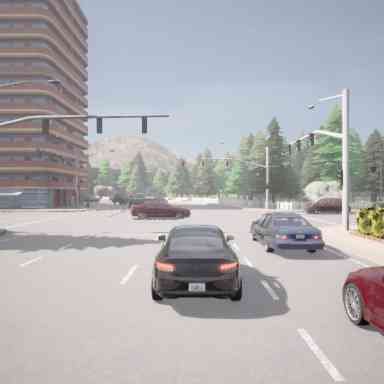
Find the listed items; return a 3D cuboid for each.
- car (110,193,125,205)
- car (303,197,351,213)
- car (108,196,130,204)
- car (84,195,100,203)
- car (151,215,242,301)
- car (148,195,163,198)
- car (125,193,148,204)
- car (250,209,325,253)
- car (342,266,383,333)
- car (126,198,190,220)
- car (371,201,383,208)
[{"bbox_3d":[-12.154,1.223,58.486,2.150,2.045,5.566,0,0,-31],"label":"car"},{"bbox_3d":[14.131,1.407,35.065,4.553,1.767,2.097,0,0,1],"label":"car"},{"bbox_3d":[-14.989,1.525,68.095,4.902,1.511,2.128,0,0,45],"label":"car"},{"bbox_3d":[-21.042,1.355,68.666,4.553,1.767,2.097,0,0,38],"label":"car"},{"bbox_3d":[0.104,1.526,8.208,1.812,1.442,4.674,0,0,0],"label":"car"},{"bbox_3d":[-5.026,1.505,50.676,1.837,1.490,4.892,0,0,-17],"label":"car"},{"bbox_3d":[-8.182,1.221,48.777,2.150,2.045,5.566,0,0,-14],"label":"car"},{"bbox_3d":[3.660,1.547,13.677,2.033,1.411,5.357,0,0,1],"label":"car"},{"bbox_3d":[3.602,1.526,4.095,1.812,1.442,4.674,0,0,1],"label":"car"},{"bbox_3d":[-2.638,1.525,28.064,5.008,1.535,1.882,0,0,1],"label":"car"},{"bbox_3d":[19.929,1.277,31.497,5.566,2.045,2.150,0,0,0],"label":"car"}]
